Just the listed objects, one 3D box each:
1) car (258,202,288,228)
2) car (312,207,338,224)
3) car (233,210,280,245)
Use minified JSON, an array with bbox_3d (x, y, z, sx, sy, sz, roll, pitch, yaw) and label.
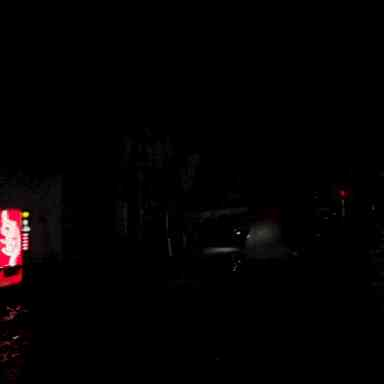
[{"bbox_3d":[6.840,1.850,27.838,2.150,2.045,5.566,-2,-2,19],"label":"car"},{"bbox_3d":[12.167,2.074,30.491,1.882,1.535,5.008,-2,-2,19],"label":"car"},{"bbox_3d":[3.504,1.934,18.044,1.837,1.490,4.892,-2,-2,19],"label":"car"}]
